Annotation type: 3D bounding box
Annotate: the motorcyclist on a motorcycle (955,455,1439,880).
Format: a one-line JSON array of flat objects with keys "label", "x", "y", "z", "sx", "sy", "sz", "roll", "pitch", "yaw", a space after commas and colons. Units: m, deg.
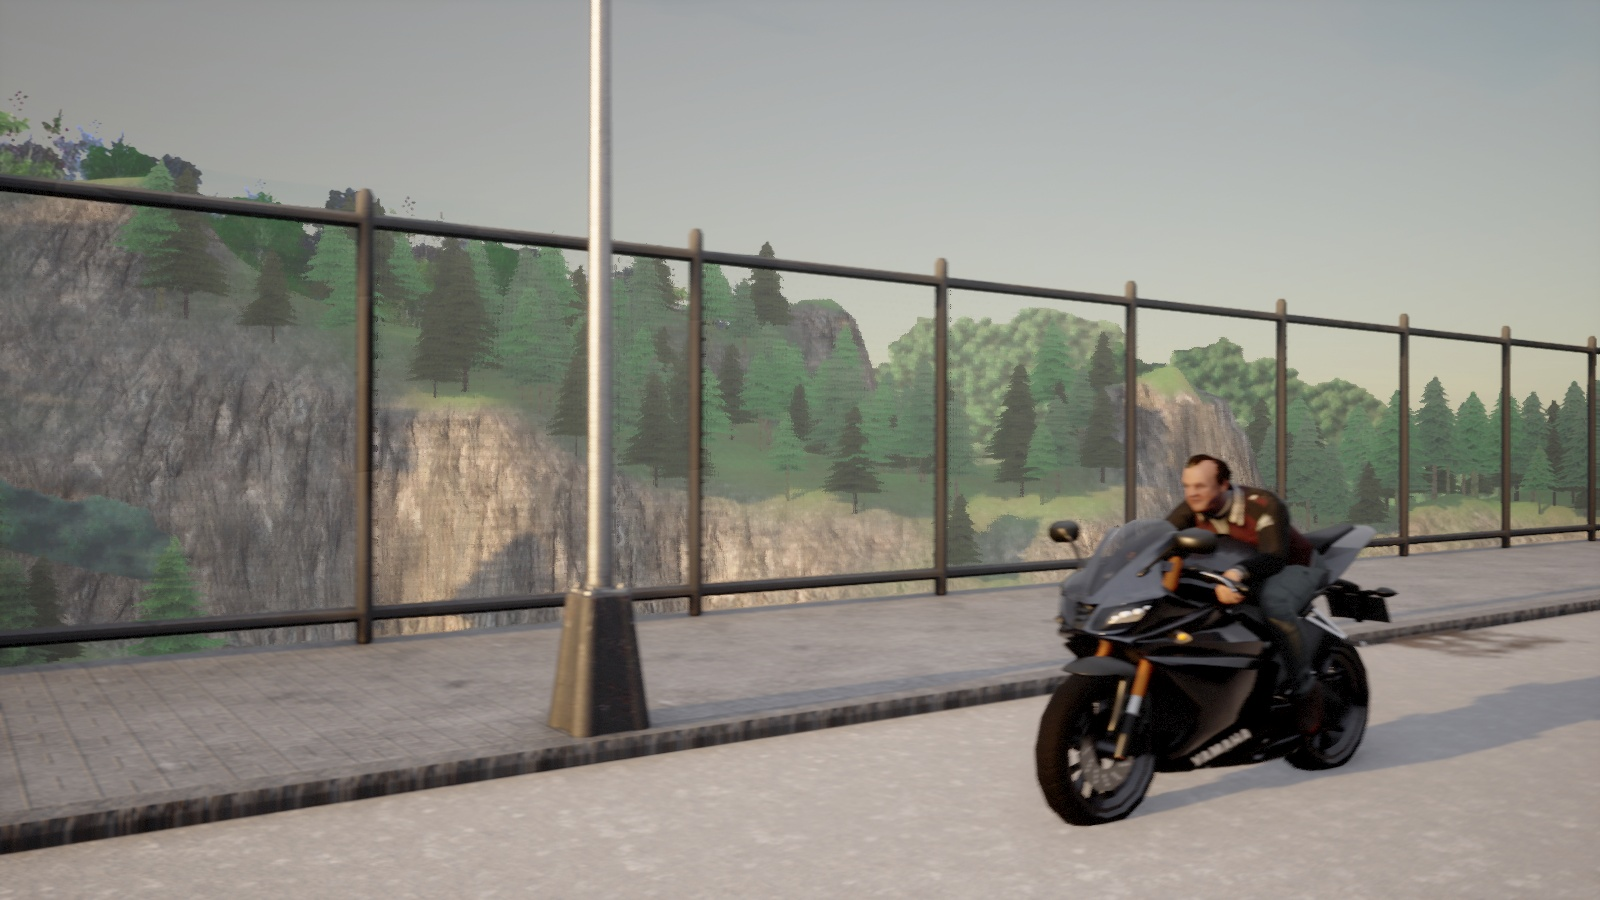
[{"label": "motorcyclist on a motorcycle", "x": 1.794, "y": 0.790, "z": 5.517, "sx": 2.191, "sy": 1.530, "sz": 0.866, "roll": 0, "pitch": 0, "yaw": -35}]
